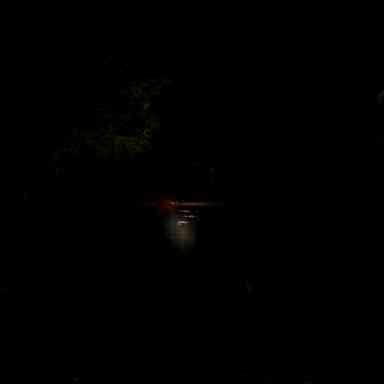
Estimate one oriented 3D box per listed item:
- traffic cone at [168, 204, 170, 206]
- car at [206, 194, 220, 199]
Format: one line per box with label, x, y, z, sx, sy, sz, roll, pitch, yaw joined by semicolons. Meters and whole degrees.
traffic cone;-3.863;2.034;50.672;0.340;0.580;0.340;0;0;0
car;5.729;1.227;90.465;2.033;1.411;5.357;0;1;30
